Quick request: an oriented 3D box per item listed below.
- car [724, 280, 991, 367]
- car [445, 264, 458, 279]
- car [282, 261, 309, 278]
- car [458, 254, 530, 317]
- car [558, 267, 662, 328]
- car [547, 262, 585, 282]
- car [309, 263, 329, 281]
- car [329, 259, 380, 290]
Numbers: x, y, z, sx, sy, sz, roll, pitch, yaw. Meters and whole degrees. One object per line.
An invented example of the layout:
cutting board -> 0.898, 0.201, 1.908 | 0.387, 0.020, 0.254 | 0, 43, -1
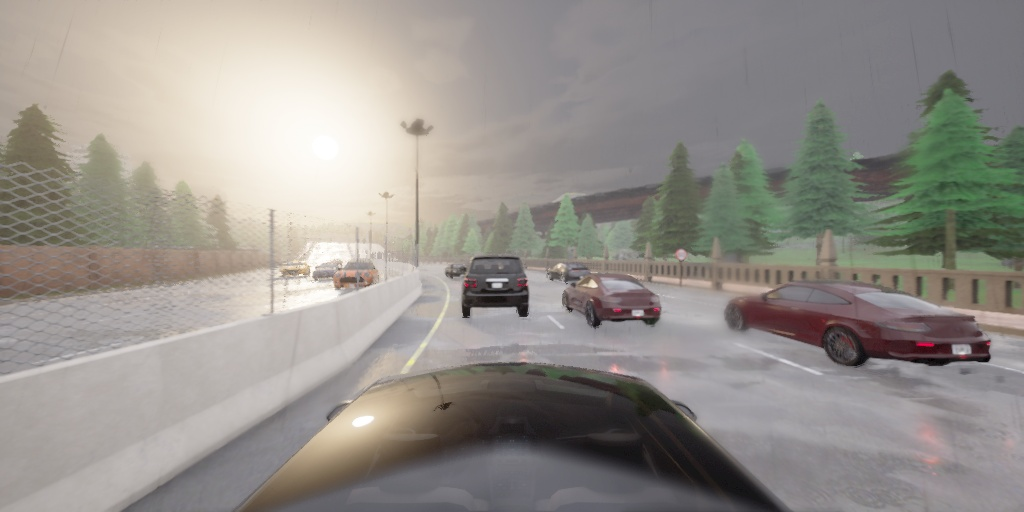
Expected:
car -> 6.714, 1.249, 7.742 | 1.812, 1.442, 4.674 | 0, 0, -3
car -> -4.883, 1.325, 32.253 | 1.895, 1.301, 4.718 | 0, 0, -17
car -> -20.925, 1.243, 34.908 | 1.882, 1.535, 5.008 | 0, 0, -23
car -> -0.737, 0.959, 13.265 | 2.150, 2.045, 5.566 | 0, 0, -6
car -> 2.935, 1.255, 11.265 | 1.812, 1.442, 4.674 | 0, 0, -5
car -> 4.034, 1.199, 26.013 | 2.128, 1.511, 4.902 | 0, 0, -13
car -> -15.576, 1.281, 30.582 | 1.812, 1.442, 4.674 | 0, 0, -19
car -> -9.708, 1.102, 22.726 | 2.097, 1.767, 4.553 | 0, 0, -14
